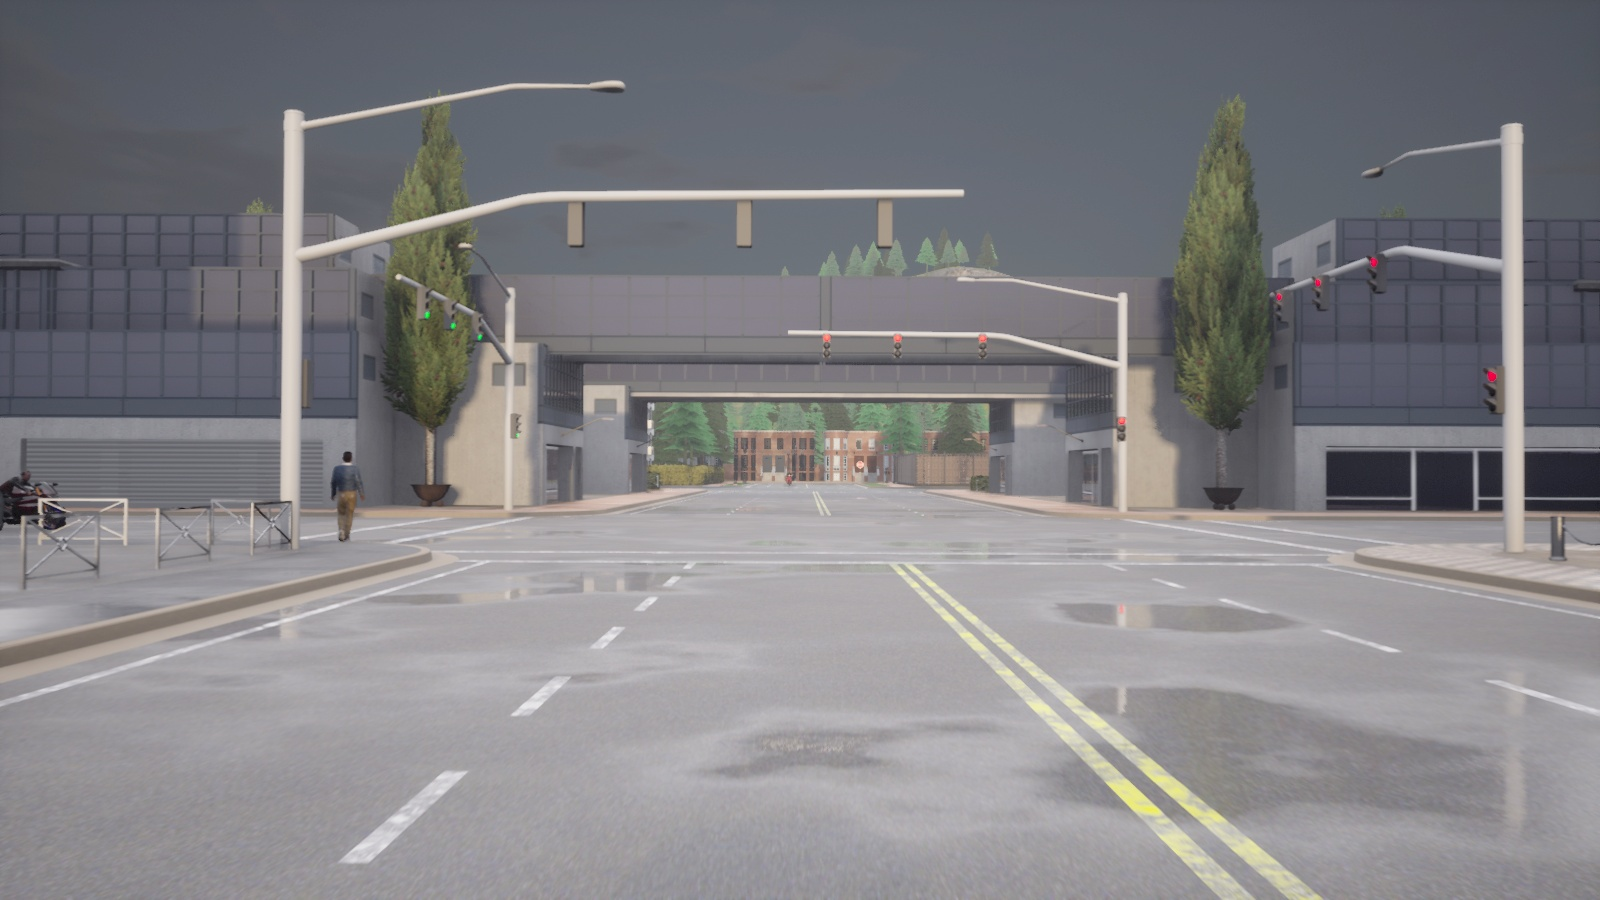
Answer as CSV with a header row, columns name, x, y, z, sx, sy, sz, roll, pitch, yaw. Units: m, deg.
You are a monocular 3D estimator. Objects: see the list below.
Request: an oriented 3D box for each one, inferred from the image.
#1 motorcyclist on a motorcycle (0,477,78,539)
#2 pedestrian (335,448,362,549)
name,x,y,z,sx,sy,sz,roll,pitch,yaw
motorcyclist on a motorcycle,-19.567,1.458,31.684,2.191,1.530,0.866,0,-1,1
pedestrian,-8.886,0.947,24.733,0.423,1.949,0.788,0,-1,-14
